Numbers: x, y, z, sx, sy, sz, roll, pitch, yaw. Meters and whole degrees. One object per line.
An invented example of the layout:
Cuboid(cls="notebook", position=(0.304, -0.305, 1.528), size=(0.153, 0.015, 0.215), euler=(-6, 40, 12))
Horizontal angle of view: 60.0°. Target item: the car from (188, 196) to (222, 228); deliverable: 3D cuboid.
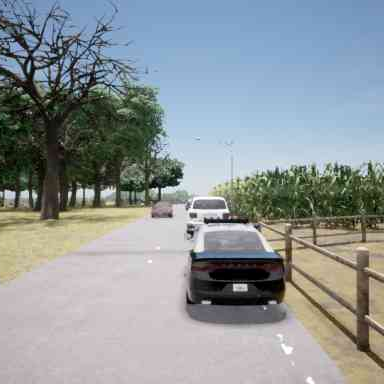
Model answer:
Cuboid(cls="car", position=(0.843, 1.314, 24.213), size=(2.150, 2.045, 5.566), euler=(0, 0, 0))

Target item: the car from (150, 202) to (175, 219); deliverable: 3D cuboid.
Cuboid(cls="car", position=(-2.727, 1.660, 31.201), size=(1.812, 1.442, 4.674), euler=(0, 0, 0))

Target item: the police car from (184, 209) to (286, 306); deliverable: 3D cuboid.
Cuboid(cls="police car", position=(0.830, 1.440, 8.284), size=(1.930, 1.638, 5.238), euler=(0, 0, 0))

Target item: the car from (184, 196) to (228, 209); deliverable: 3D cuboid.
Cuboid(cls="car", position=(0.838, 1.280, 18.211), size=(2.150, 2.045, 5.566), euler=(0, 0, 0))

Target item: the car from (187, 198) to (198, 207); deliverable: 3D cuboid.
Cuboid(cls="car", position=(0.045, 1.879, 59.192), size=(1.837, 1.490, 4.892), euler=(0, -1, 0))
